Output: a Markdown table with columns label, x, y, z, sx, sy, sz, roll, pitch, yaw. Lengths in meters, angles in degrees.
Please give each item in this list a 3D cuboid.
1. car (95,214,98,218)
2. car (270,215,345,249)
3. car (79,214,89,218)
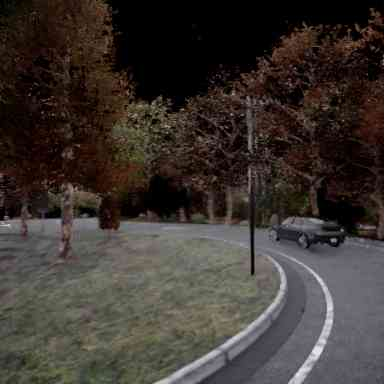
| label | x | y | z | sx | sy | sz | roll | pitch | yaw |
| --- | --- | --- | --- | --- | --- | --- | --- | --- | --- |
| car | -21.972 | 5.965 | 79.453 | 1.882 | 1.535 | 5.008 | 0 | -6 | -11 |
| car | 5.774 | 1.981 | 17.270 | 1.837 | 1.490 | 4.892 | 1 | -2 | -14 |
| car | -25.346 | 5.978 | 78.454 | 1.837 | 1.490 | 4.892 | 0 | -6 | -11 |
